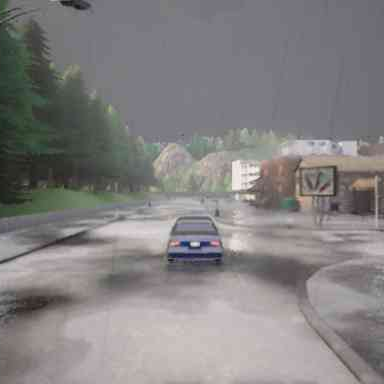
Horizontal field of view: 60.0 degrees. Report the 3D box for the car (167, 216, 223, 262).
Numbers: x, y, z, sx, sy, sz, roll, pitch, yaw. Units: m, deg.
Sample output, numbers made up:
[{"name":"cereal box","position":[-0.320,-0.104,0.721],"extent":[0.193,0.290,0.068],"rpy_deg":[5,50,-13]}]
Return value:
[{"name":"car","position":[0.090,1.597,12.303],"extent":[2.033,1.411,5.357],"rpy_deg":[0,0,0]}]
